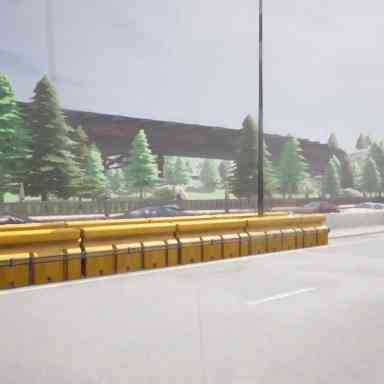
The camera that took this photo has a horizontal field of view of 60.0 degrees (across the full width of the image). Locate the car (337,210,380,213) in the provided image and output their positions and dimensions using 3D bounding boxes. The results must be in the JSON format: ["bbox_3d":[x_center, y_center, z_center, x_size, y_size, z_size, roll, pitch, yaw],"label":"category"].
[{"bbox_3d":[13.123,1.525,24.882,4.674,1.442,1.812,0,0,-33],"label":"car"}]

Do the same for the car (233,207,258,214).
[{"bbox_3d":[3.346,1.564,18.645,4.181,1.385,1.994,0,0,-33],"label":"car"}]

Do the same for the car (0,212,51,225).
[{"bbox_3d":[-7.450,1.492,11.586,4.902,1.511,2.128,0,0,-34],"label":"car"}]

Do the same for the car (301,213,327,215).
[{"bbox_3d":[10.236,1.525,27.276,4.674,1.442,1.812,0,0,-33],"label":"car"}]

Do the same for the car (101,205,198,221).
[{"bbox_3d":[-2.455,1.547,19.060,5.357,1.411,2.033,0,0,-33],"label":"car"}]

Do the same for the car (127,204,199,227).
[{"bbox_3d":[-1.997,1.601,23.518,4.718,1.301,1.895,0,0,-33],"label":"car"}]
